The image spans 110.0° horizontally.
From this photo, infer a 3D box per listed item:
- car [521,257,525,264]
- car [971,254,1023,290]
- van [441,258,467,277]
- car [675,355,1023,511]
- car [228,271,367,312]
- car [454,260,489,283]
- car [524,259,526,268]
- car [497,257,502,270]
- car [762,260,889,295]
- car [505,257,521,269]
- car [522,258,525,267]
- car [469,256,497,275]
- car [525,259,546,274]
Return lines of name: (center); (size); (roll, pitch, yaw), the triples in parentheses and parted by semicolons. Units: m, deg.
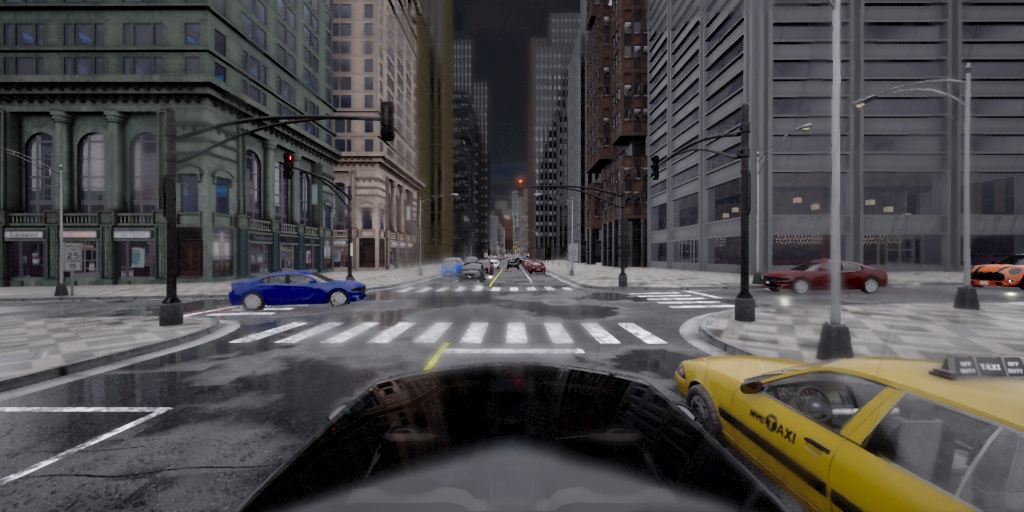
car: (2.832, 1.296, 57.036); (1.751, 1.417, 4.829); (0, 0, 0)
car: (24.629, 0.656, 16.990); (4.553, 1.767, 2.097); (-1, 0, 0)
van: (-5.743, 1.097, 34.792); (1.690, 1.789, 3.998); (0, 0, 0)
car: (2.769, 1.275, 2.368); (1.751, 1.417, 4.829); (0, 0, 0)
car: (-8.764, 1.355, 14.997); (5.008, 1.535, 1.882); (-1, 0, -12)
car: (-3.064, 1.258, 28.222); (1.837, 1.490, 4.892); (0, 0, 0)
car: (2.823, 1.308, 45.816); (1.888, 1.381, 4.507); (0, 0, 0)
car: (-3.029, 0.990, 53.303); (2.150, 2.045, 5.566); (0, 0, 0)
car: (14.707, 0.948, 17.036); (5.008, 1.535, 1.882); (-1, 0, 2)
car: (0.158, 1.275, 57.729); (1.837, 1.490, 4.892); (0, -1, 0)
car: (2.827, 1.312, 51.341); (1.888, 1.381, 4.507); (0, 0, 0)
car: (-3.060, 1.110, 38.493); (2.097, 1.767, 4.553); (0, 0, 0)
car: (2.819, 1.304, 40.290); (1.888, 1.381, 4.507); (0, 0, 0)
